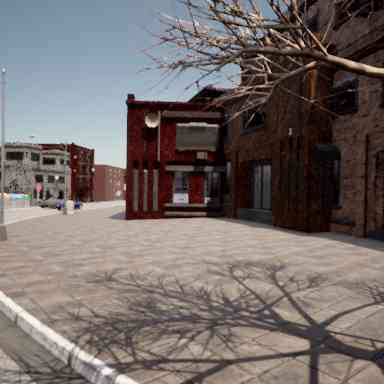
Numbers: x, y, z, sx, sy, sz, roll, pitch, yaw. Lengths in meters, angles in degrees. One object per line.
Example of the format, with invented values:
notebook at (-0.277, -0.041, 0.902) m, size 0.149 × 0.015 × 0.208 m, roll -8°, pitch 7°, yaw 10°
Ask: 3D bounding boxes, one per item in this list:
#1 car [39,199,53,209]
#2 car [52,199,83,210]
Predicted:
car at (-19.755, 1.687, 47.604) m, size 2.033 × 1.411 × 5.357 m, roll 1°, pitch 0°, yaw 3°
car at (-16.276, 1.782, 44.340) m, size 1.895 × 1.301 × 4.718 m, roll 1°, pitch 0°, yaw 3°
